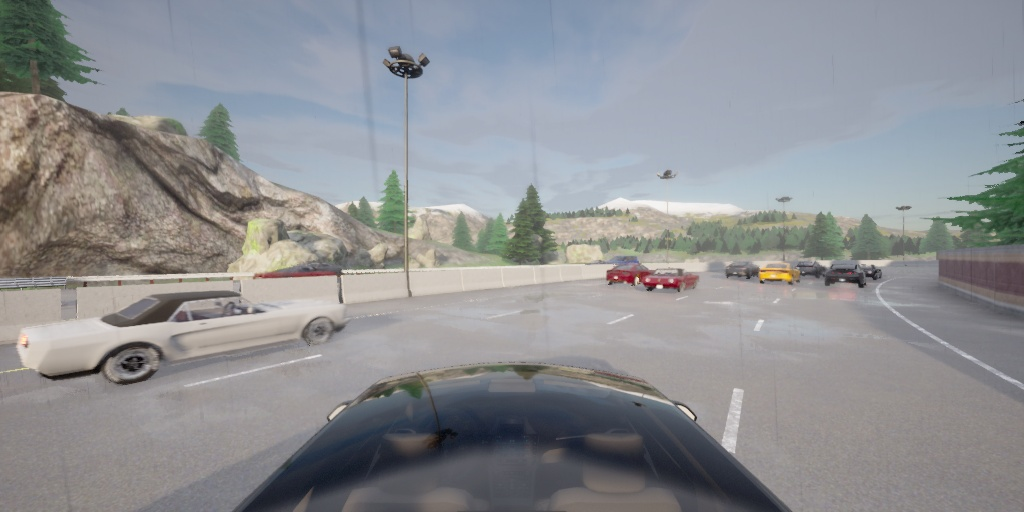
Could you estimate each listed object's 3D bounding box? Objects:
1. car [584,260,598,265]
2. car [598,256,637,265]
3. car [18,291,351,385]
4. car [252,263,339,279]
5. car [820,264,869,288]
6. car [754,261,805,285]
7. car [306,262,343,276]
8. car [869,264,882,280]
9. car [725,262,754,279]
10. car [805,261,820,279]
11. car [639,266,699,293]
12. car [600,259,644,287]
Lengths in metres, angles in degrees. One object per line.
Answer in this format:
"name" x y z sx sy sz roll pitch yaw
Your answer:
"car" 11.426 1.243 47.363 4.902 1.511 2.128 0 0 -40
"car" 13.587 0.974 44.607 5.566 2.045 2.150 0 0 -40
"car" -5.839 1.350 7.173 1.895 1.301 4.718 0 0 34
"car" -14.945 1.351 24.724 1.895 1.301 4.718 0 0 37
"car" 22.474 1.255 24.134 4.892 1.490 1.837 0 0 -43
"car" 19.726 1.228 26.350 5.008 1.535 1.882 0 0 -44
"car" -16.195 1.241 28.764 2.128 1.511 4.902 0 0 39
"car" 30.408 1.351 30.976 4.718 1.301 1.895 0 0 -39
"car" 20.716 1.241 31.975 4.902 1.511 2.128 0 0 -41
"car" 27.658 1.241 33.234 4.902 1.511 2.128 0 0 -39
"car" 9.363 1.350 20.865 1.895 1.301 4.718 0 0 41
"car" 8.373 1.227 24.892 1.882 1.535 5.008 0 0 43
